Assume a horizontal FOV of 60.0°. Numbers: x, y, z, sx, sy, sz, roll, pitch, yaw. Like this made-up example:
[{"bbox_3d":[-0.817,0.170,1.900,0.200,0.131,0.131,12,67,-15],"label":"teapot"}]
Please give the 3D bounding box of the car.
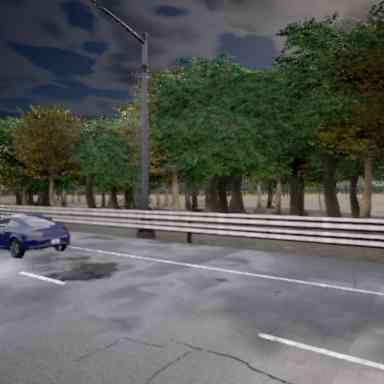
[{"bbox_3d":[-6.633,1.595,12.973,4.674,1.442,1.812,-1,-1,36],"label":"car"}]
